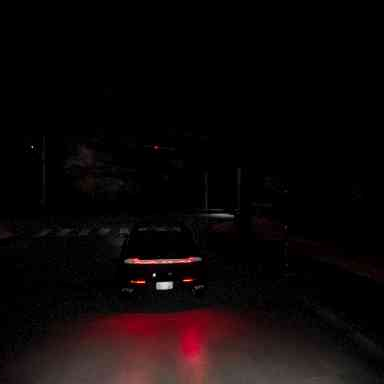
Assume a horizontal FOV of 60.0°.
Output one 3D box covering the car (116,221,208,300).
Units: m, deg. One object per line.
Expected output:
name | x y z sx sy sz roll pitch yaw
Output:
car | -0.841 1.492 8.461 2.128 1.511 4.902 0 0 -8

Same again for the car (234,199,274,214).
car | 6.258 1.368 30.838 4.674 1.442 1.812 0 0 -12
